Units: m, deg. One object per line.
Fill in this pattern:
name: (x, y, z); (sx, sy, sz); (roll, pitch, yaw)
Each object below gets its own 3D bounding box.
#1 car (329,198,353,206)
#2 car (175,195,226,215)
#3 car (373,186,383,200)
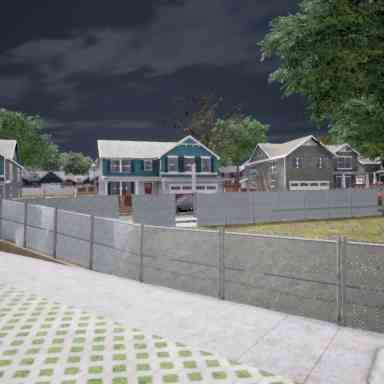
car: (12.913, 0.537, 28.210); (4.892, 1.490, 1.837); (-1, 0, -16)
car: (-0.019, 0.927, 24.299); (5.357, 1.411, 2.033); (-2, 0, -18)
car: (16.051, 0.277, 26.048); (4.553, 1.767, 2.097); (-2, 0, -16)
